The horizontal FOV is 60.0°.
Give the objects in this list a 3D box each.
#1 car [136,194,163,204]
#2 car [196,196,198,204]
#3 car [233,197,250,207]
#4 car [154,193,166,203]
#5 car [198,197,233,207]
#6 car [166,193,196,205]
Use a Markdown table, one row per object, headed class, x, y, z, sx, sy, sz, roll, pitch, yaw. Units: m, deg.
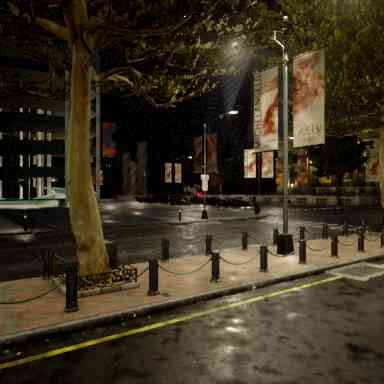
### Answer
| class | x | y | z | sx | sy | sz | roll | pitch | yaw |
| --- | --- | --- | --- | --- | --- | --- | --- | --- | --- |
| car | -8.775 | 1.547 | 65.828 | 5.357 | 1.411 | 2.033 | 0 | 0 | 43 |
| car | 0.951 | 1.526 | 59.689 | 1.812 | 1.442 | 4.674 | 0 | 0 | -36 |
| car | 6.530 | 1.547 | 51.960 | 2.033 | 1.411 | 5.357 | 0 | 0 | -35 |
| car | -5.758 | 1.221 | 67.985 | 5.566 | 2.045 | 2.150 | 0 | 0 | 45 |
| car | 3.472 | 1.478 | 50.210 | 1.882 | 1.535 | 5.008 | 0 | 0 | -35 |
| car | -1.967 | 1.352 | 57.725 | 2.097 | 1.767 | 4.553 | 0 | 0 | -37 |
